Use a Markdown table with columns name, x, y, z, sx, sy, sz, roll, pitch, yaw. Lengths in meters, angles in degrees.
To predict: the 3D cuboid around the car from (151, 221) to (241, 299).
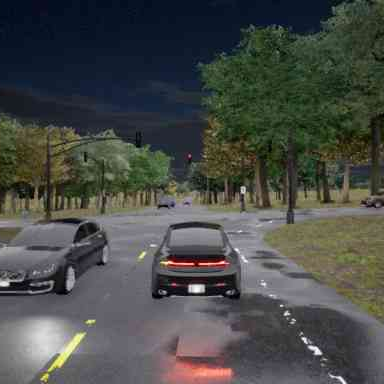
| name | x | y | z | sx | sy | sz | roll | pitch | yaw |
| --- | --- | --- | --- | --- | --- | --- | --- | --- | --- |
| car | 0.087 | 1.508 | 8.461 | 1.837 | 1.490 | 4.892 | 0 | 0 | 0 |

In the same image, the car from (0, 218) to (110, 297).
| name | x | y | z | sx | sy | sz | roll | pitch | yaw |
| --- | --- | --- | --- | --- | --- | --- | --- | --- | --- |
| car | -3.558 | 1.508 | 8.790 | 1.837 | 1.490 | 4.892 | 0 | 0 | 1 |

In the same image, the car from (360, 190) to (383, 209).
| name | x | y | z | sx | sy | sz | roll | pitch | yaw |
| --- | --- | --- | --- | --- | --- | --- | --- | --- | --- |
| car | 18.130 | 0.590 | 30.812 | 4.553 | 1.767 | 2.097 | -2 | -1 | 2 |

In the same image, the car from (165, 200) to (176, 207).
| name | x | y | z | sx | sy | sz | roll | pitch | yaw |
| --- | --- | --- | --- | --- | --- | --- | --- | --- | --- |
| car | -4.543 | 2.316 | 70.342 | 2.033 | 1.411 | 5.357 | 0 | -1 | -1 |

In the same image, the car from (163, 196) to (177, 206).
| name | x | y | z | sx | sy | sz | roll | pitch | yaw |
| --- | --- | --- | --- | --- | --- | --- | --- | --- | --- |
| car | -4.382 | 1.801 | 60.075 | 2.150 | 2.045 | 5.566 | 0 | -1 | -2 |

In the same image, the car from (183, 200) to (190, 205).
| name | x | y | z | sx | sy | sz | roll | pitch | yaw |
| --- | --- | --- | --- | --- | --- | --- | --- | --- | --- |
| car | -1.516 | 2.968 | 91.158 | 1.895 | 1.301 | 4.718 | 0 | -2 | -1 |

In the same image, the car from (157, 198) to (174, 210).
| name | x | y | z | sx | sy | sz | roll | pitch | yaw |
| --- | --- | --- | --- | --- | --- | --- | --- | --- | --- |
| car | -4.181 | 2.007 | 50.209 | 1.895 | 1.301 | 4.718 | 0 | -1 | -1 |

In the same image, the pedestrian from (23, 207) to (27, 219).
| name | x | y | z | sx | sy | sz | roll | pitch | yaw |
| --- | --- | --- | --- | --- | --- | --- | --- | --- | --- |
| pedestrian | -18.098 | 2.203 | 36.061 | 0.375 | 1.300 | 0.375 | 0 | 1 | 2 |

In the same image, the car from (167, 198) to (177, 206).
| name | x | y | z | sx | sy | sz | roll | pitch | yaw |
| --- | --- | --- | --- | --- | --- | --- | --- | --- | --- |
| car | -4.777 | 2.392 | 80.633 | 2.097 | 1.767 | 4.553 | 0 | -2 | -1 |
